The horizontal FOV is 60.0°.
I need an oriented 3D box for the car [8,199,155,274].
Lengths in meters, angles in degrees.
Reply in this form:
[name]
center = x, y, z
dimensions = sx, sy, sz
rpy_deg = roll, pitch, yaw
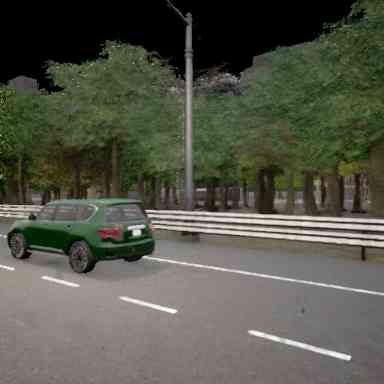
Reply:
[car]
center = -3.716, 1.236, 10.819
dimensions = 5.566, 2.045, 2.150
rpy_deg = 0, 0, 36
